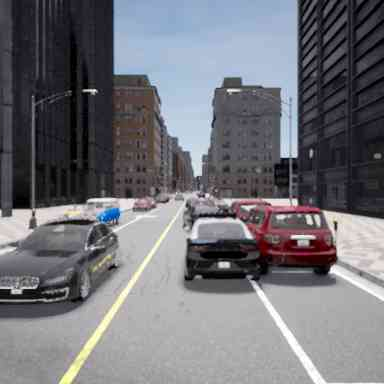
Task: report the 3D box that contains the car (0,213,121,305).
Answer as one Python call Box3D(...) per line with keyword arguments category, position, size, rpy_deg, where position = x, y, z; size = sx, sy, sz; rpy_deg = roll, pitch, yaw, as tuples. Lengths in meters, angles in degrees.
Box3D(category="car", position=(-3.083, 1.500, 8.282), size=(1.837, 1.490, 4.892), rpy_deg=(0, 0, 0))

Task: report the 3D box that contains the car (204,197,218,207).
Box3D(category="car", position=(2.777, 1.498, 49.881), size=(1.802, 1.307, 4.206), rpy_deg=(0, 0, 0))

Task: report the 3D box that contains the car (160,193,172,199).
Box3D(category="car", position=(-5.711, 1.184, 66.843), size=(2.192, 1.841, 5.009), rpy_deg=(0, 0, 0))

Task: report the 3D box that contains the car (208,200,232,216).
Box3D(category="car", position=(2.740, 1.511, 32.963), size=(2.008, 1.369, 4.403), rpy_deg=(0, 0, 0))

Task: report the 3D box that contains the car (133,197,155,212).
Box3D(category="car", position=(-5.773, 1.528, 38.644), size=(1.802, 1.307, 4.206), rpy_deg=(0, 0, 0))

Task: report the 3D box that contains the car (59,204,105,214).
Box3D(category="car", position=(-5.826, 1.514, 15.912), size=(1.752, 1.417, 4.829), rpy_deg=(0, 0, 0))

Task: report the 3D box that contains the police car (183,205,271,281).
Box3D(category="police car", position=(0.778, 1.416, 9.998), size=(1.930, 1.638, 5.238), rpy_deg=(-1, 0, 1))

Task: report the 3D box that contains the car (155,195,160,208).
Box3D(category="car", position=(-5.761, 1.371, 44.284), size=(1.967, 1.590, 4.097), rpy_deg=(0, 0, 0))

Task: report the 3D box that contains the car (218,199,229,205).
Box3D(category="car", position=(2.701, 1.303, 16.043), size=(2.192, 1.841, 5.009), rpy_deg=(0, 0, 0))

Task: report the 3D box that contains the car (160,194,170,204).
Box3D(category="car", position=(-5.723, 1.450, 61.204), size=(1.947, 1.339, 4.313), rpy_deg=(0, 0, 0))

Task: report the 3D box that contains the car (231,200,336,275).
Box3D(category="car", position=(2.688, 1.309, 10.403), size=(2.192, 1.841, 5.009), rpy_deg=(0, 0, 0))

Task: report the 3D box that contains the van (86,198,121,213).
Box3D(category="van", position=(-5.812, 1.323, 21.724), size=(1.690, 1.788, 3.998), rpy_deg=(0, 0, 0))

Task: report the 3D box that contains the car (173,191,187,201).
Box3D(category="car", position=(-2.830, 1.185, 76.908), size=(2.097, 1.767, 4.553), rpy_deg=(0, 0, 0))

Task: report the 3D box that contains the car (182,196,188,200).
Box3D(category="car", position=(0.119, 1.488, 46.973), size=(1.994, 1.385, 4.181), rpy_deg=(0, 0, 2))

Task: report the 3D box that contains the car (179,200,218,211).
Box3D(category="car", position=(0.583, 1.462, 19.780), size=(1.882, 1.535, 5.008), rpy_deg=(0, 0, -8))

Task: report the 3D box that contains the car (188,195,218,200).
Box3D(category="car", position=(0.956, 1.326, 25.842), size=(2.097, 1.767, 4.553), rpy_deg=(0, 0, 0))
